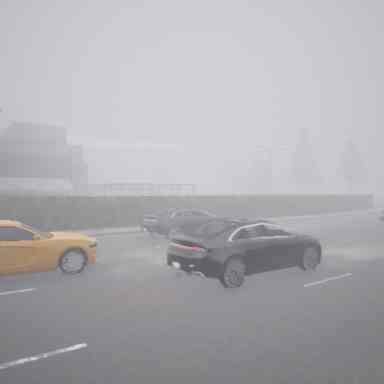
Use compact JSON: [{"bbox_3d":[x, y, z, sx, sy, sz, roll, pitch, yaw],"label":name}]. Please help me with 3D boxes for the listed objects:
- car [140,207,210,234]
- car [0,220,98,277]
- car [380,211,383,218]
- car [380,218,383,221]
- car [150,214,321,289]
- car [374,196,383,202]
[{"bbox_3d":[-0.180,1.491,16.516,4.902,1.511,2.128,0,0,-36],"label":"car"},{"bbox_3d":[-5.034,1.477,8.754,5.008,1.535,1.882,0,0,-35],"label":"car"},{"bbox_3d":[15.139,1.547,23.148,5.357,1.411,2.033,0,0,-36],"label":"car"},{"bbox_3d":[6.897,1.491,8.669,4.902,1.511,2.128,0,0,-36],"label":"car"},{"bbox_3d":[1.597,1.491,9.185,4.902,1.511,2.128,0,0,-35],"label":"car"},{"bbox_3d":[44.872,1.593,78.902,1.895,1.301,4.718,0,0,11],"label":"car"}]
